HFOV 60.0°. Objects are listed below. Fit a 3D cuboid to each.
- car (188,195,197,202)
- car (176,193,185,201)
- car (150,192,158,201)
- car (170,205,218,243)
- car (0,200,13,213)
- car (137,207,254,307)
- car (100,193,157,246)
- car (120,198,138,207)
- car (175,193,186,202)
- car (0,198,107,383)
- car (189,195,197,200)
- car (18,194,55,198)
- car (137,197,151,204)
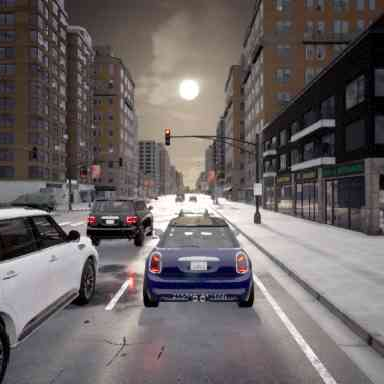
[{"bbox_3d":[0.267,1.568,78.185,1.812,1.442,4.674,0,0,0],"label":"car"},{"bbox_3d":[-2.950,1.168,88.235,2.150,2.045,5.566,0,0,0],"label":"car"},{"bbox_3d":[-9.474,1.111,81.216,2.150,2.045,5.566,0,0,0],"label":"car"},{"bbox_3d":[0.113,1.494,17.182,2.128,1.511,4.902,0,0,1],"label":"car"},{"bbox_3d":[-22.028,1.596,36.027,4.313,1.339,1.947,0,0,0],"label":"car"},{"bbox_3d":[0.125,1.353,8.113,2.097,1.767,4.553,0,0,0],"label":"car"},{"bbox_3d":[-3.100,1.224,15.308,2.150,2.045,5.566,0,0,0],"label":"car"},{"bbox_3d":[-9.669,1.586,51.193,1.994,1.385,4.181,0,0,0],"label":"car"},{"bbox_3d":[-2.985,1.583,77.783,2.033,1.411,5.357,0,0,0],"label":"car"},{"bbox_3d":[-3.140,1.222,4.955,2.150,2.045,5.566,0,0,1],"label":"car"},{"bbox_3d":[0.300,1.496,88.193,1.994,1.385,4.181,0,0,0],"label":"car"},{"bbox_3d":[-16.291,1.236,33.123,5.566,2.045,2.150,0,1,-12],"label":"car"},{"bbox_3d":[-9.543,1.635,66.439,1.895,1.301,4.718,0,0,1],"label":"car"}]
